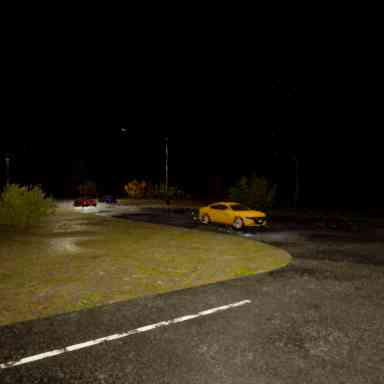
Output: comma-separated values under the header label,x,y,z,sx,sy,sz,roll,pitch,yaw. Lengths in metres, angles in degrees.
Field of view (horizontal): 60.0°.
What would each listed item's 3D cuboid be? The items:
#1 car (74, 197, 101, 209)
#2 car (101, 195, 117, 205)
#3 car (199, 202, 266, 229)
label,x,y,z,sx,sy,sz,roll,pitch,yaw
car,-13.909,1.344,43.191,1.812,1.442,4.674,0,0,-37
car,-14.006,1.281,54.914,1.812,1.442,4.674,0,0,-37
car,2.504,1.425,21.501,1.882,1.535,5.008,0,0,-37
